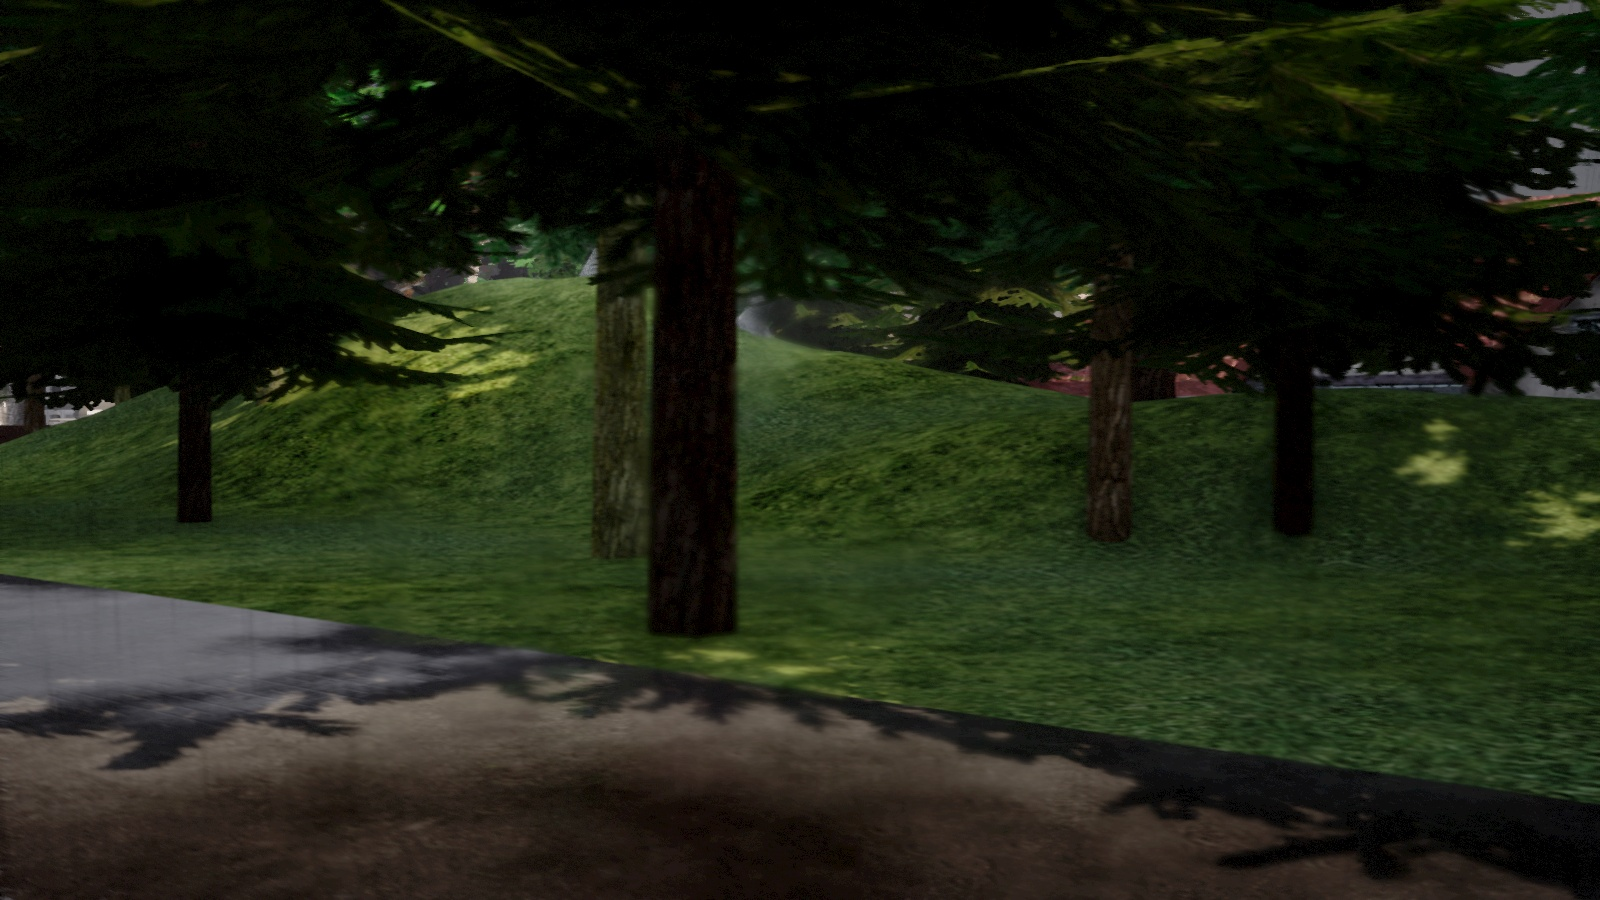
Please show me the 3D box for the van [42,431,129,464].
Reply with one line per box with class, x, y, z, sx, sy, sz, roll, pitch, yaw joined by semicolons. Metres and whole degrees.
van;-44.908;-0.187;79.000;1.775;1.987;4.442;0;1;34
